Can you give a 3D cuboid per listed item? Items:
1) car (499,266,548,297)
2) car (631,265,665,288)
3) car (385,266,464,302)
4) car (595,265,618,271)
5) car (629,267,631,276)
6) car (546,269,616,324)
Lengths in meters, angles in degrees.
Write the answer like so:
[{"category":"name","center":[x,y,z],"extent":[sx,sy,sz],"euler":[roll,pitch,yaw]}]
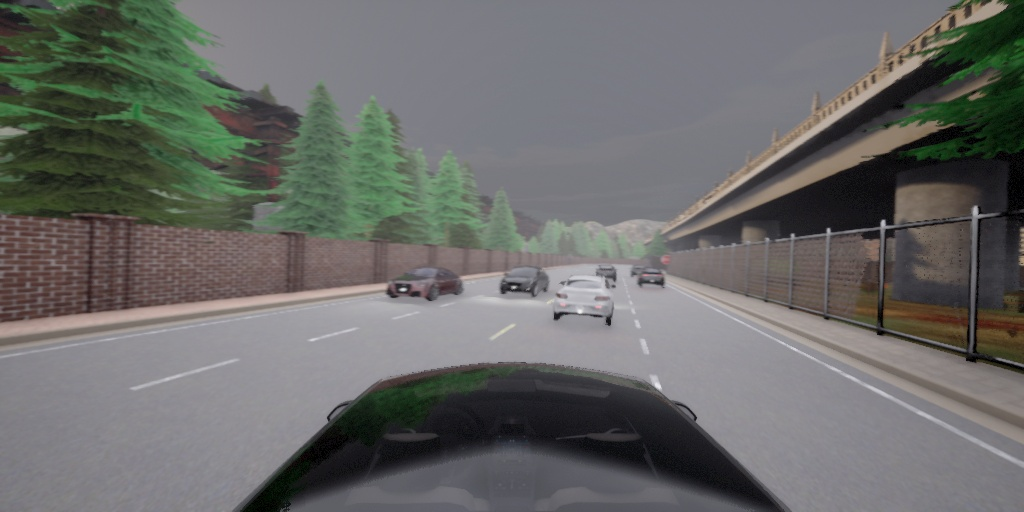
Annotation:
[{"category":"car","center":[0.786,1.286,19.361],"extent":[1.837,1.490,4.892],"euler":[2,0,17]},{"category":"car","center":[10.952,1.650,28.533],"extent":[2.128,1.511,4.902],"euler":[2,0,16]},{"category":"car","center":[-3.795,1.172,16.230],"extent":[1.994,1.385,4.181],"euler":[2,0,17]},{"category":"car","center":[8.998,1.577,34.289],"extent":[2.128,1.511,4.902],"euler":[2,0,16]},{"category":"car","center":[15.558,1.835,44.218],"extent":[1.837,1.490,4.892],"euler":[2,0,16]},{"category":"car","center":[2.610,1.373,12.564],"extent":[1.812,1.442,4.674],"euler":[2,0,16]}]
